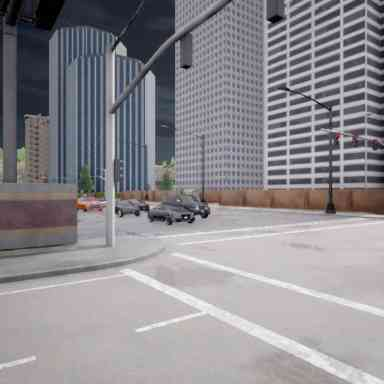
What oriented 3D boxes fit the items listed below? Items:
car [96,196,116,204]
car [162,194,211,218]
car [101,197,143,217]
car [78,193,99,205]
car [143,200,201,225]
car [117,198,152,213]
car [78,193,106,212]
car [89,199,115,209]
[{"bbox_3d":[-16.667,1.547,64.169,2.033,1.411,5.357,0,0,-34],"label":"car"},{"bbox_3d":[-0.715,1.221,29.123,2.150,2.045,5.566,0,0,-35],"label":"car"},{"bbox_3d":[-6.541,1.505,31.303,1.837,1.490,4.892,0,0,-35],"label":"car"},{"bbox_3d":[-19.256,1.222,61.786,2.150,2.045,5.566,0,0,-35],"label":"car"},{"bbox_3d":[-1.563,1.564,24.257,1.994,1.385,4.181,0,0,-35],"label":"car"},{"bbox_3d":[-6.508,1.478,37.328,1.882,1.535,5.008,0,0,-35],"label":"car"},{"bbox_3d":[-12.189,1.352,39.315,2.097,1.767,4.553,0,0,-35],"label":"car"},{"bbox_3d":[-12.429,1.601,45.744,1.895,1.301,4.718,0,0,-35],"label":"car"}]
